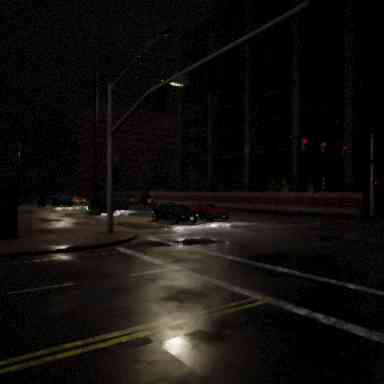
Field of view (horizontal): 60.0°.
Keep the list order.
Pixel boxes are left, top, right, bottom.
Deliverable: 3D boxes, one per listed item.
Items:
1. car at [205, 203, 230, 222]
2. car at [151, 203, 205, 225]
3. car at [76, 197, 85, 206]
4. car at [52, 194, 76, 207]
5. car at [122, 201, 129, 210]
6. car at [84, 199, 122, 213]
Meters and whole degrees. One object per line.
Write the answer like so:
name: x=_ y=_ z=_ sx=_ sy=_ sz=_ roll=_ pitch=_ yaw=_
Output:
car: x=1.171 y=1.667 z=27.991 sx=1.812 sy=1.442 sz=4.674 roll=1 pitch=0 yaw=-35
car: x=-1.391 y=1.617 z=25.545 sx=1.837 sy=1.490 sz=4.892 roll=1 pitch=0 yaw=-35
car: x=-19.844 y=1.626 z=58.211 sx=1.882 sy=1.535 sz=5.008 roll=1 pitch=0 yaw=-35
car: x=-20.875 y=1.338 z=53.524 sx=2.150 sy=2.045 sz=5.566 roll=1 pitch=-1 yaw=-34
car: x=-9.874 y=1.706 z=43.771 sx=1.994 sy=1.385 sz=4.181 roll=1 pitch=0 yaw=-35
car: x=-10.380 y=1.661 z=38.556 sx=2.033 sy=1.411 sz=5.357 roll=1 pitch=0 yaw=-35
